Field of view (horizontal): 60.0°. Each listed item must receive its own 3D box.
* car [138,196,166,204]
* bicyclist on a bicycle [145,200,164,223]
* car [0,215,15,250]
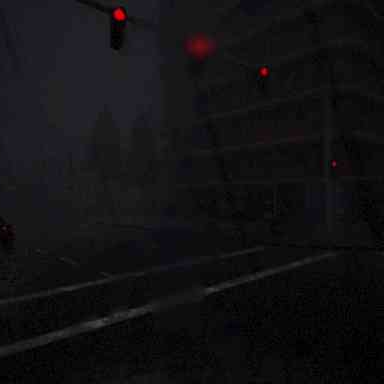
[{"bbox_3d":[-5.786,1.420,49.630,4.553,1.767,2.097,-1,0,-42],"label":"car"},{"bbox_3d":[-2.590,1.356,23.148,1.656,1.620,0.582,-2,0,-42],"label":"bicyclist on a bicycle"},{"bbox_3d":[-9.091,1.676,14.254,2.128,1.511,4.902,-1,0,-42],"label":"car"}]
